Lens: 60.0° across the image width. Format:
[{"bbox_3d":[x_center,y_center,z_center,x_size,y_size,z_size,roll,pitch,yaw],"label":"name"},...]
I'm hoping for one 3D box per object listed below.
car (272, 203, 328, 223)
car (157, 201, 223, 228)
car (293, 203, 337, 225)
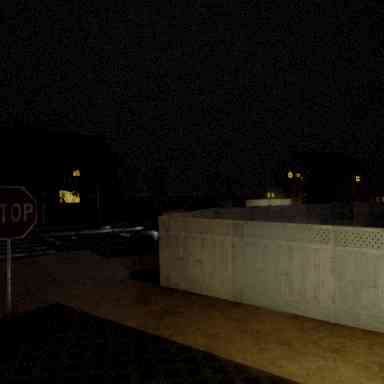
[{"bbox_3d":[8.488,1.589,26.037,4.181,1.385,1.994,0,-1,-33],"label":"car"},{"bbox_3d":[0.111,1.381,20.393,4.553,1.767,2.097,0,-1,-34],"label":"car"},{"bbox_3d":[8.103,1.487,22.397,4.902,1.511,2.128,0,-1,-34],"label":"car"}]
